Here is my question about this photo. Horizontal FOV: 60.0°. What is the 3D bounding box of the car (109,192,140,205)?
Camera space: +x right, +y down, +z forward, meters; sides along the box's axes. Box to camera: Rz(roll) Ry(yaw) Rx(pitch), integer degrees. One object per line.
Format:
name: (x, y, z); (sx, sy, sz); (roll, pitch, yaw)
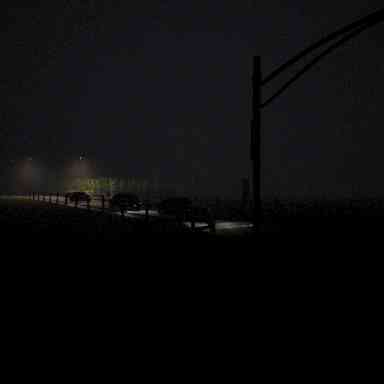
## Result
car: (-8.589, 0.783, 41.951); (1.882, 1.535, 5.008); (0, 1, -35)

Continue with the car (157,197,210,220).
car: (-0.720, 1.113, 24.208); (1.882, 1.535, 5.008); (0, 1, -35)

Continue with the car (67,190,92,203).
car: (-14.926, 0.714, 44.613); (1.812, 1.442, 4.674); (0, 1, -35)

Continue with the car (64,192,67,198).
car: (-22.323, 0.373, 61.624); (2.128, 1.511, 4.902); (0, 0, -35)

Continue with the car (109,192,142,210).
car: (-6.650, 0.952, 32.712); (1.837, 1.490, 4.892); (0, 1, -35)
